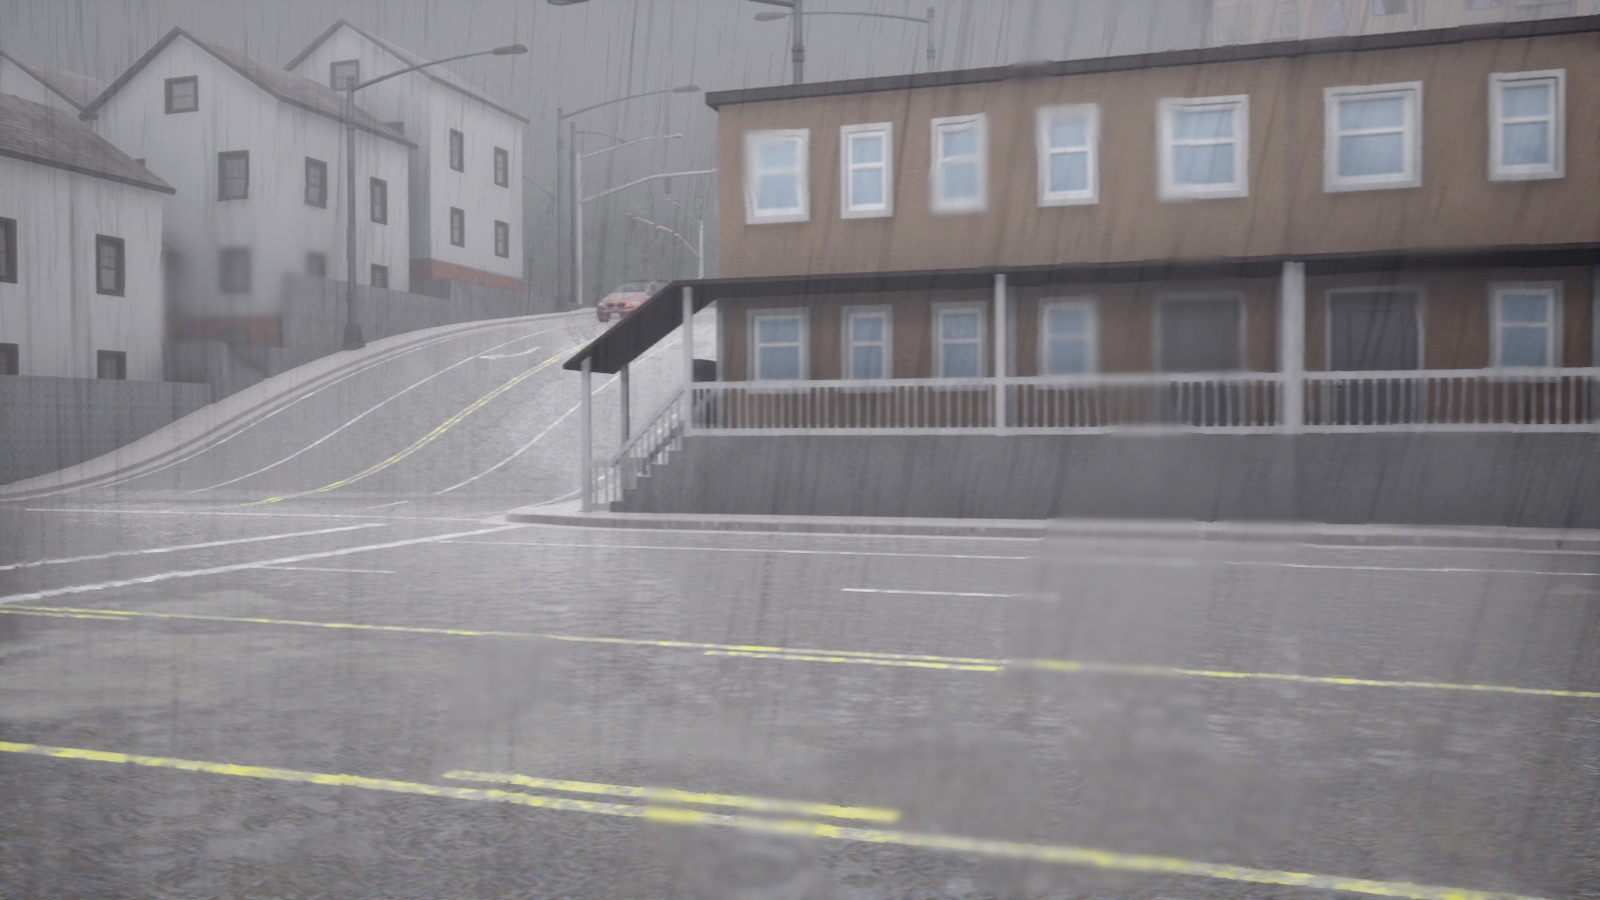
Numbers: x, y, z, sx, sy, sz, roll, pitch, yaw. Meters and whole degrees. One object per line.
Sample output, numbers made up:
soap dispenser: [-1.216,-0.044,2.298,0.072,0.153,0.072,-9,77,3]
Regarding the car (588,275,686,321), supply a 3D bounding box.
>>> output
car: [-6.858,-6.481,53.407,2.242,1.667,4.611,1,9,19]
